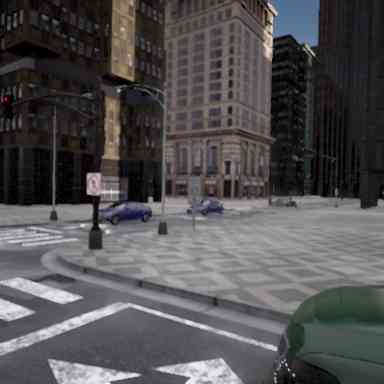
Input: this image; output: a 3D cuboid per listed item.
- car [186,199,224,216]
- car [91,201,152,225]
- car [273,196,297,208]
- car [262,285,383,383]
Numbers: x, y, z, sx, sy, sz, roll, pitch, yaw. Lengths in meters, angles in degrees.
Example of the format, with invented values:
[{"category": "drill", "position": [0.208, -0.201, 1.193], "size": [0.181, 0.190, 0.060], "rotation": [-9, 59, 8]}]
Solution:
[{"category": "car", "position": [1.374, 1.431, 31.196], "size": [1.812, 1.442, 4.674], "rotation": [2, 1, 35]}, {"category": "car", "position": [-4.635, 1.368, 22.696], "size": [1.812, 1.442, 4.674], "rotation": [2, 1, 34]}, {"category": "car", "position": [13.513, 1.368, 48.226], "size": [2.097, 1.767, 4.553], "rotation": [2, 1, 36]}, {"category": "car", "position": [3.090, 1.248, 1.482], "size": [5.566, 2.045, 2.150], "rotation": [1, 1, 35]}]
